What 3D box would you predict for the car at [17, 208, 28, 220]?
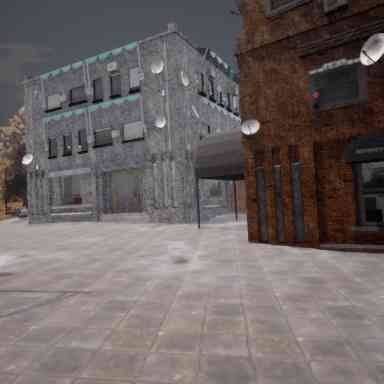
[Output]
[{"bbox_3d":[-20.349,2.646,43.523,2.128,1.511,4.902,-4,3,29],"label":"car"}]
